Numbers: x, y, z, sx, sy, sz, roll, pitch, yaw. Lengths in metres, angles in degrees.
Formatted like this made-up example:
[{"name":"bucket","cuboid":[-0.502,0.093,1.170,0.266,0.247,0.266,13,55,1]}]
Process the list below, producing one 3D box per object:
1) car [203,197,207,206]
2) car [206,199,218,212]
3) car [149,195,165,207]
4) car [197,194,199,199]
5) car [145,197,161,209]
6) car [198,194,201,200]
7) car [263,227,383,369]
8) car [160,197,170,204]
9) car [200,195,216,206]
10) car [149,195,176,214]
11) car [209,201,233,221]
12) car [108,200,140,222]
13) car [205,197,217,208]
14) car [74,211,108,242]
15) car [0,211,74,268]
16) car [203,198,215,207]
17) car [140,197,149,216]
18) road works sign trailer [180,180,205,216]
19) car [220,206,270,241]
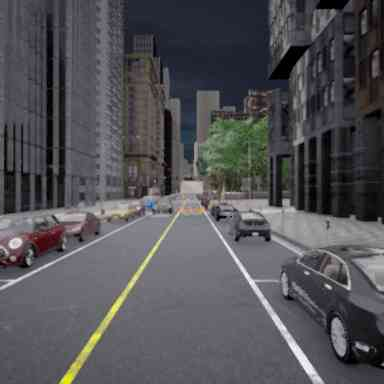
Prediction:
[{"name":"car","cuboid":[2.761,1.720,44.106,1.802,1.307,4.206,0,0,0]},{"name":"car","cuboid":[2.761,1.672,33.133,1.947,1.339,4.313,0,0,0]},{"name":"car","cuboid":[-5.765,1.485,55.095,2.192,1.841,5.009,0,0,0]},{"name":"car","cuboid":[2.761,1.527,71.541,2.192,1.841,5.009,0,0,0]},{"name":"car","cuboid":[-5.765,1.594,49.607,1.967,1.590,4.097,0,0,0]},{"name":"car","cuboid":[2.761,1.501,60.567,2.192,1.841,5.009,0,0,0]},{"name":"car","cuboid":[2.762,1.572,5.698,2.008,1.369,4.403,0,0,0]},{"name":"car","cuboid":[-5.765,1.778,71.558,1.947,1.339,4.313,0,0,0]},{"name":"car","cuboid":[2.760,1.469,49.594,2.192,1.841,5.009,0,0,0]},{"name":"car","cuboid":[-3.091,1.467,36.146,2.097,1.767,4.553,0,0,0]},{"name":"car","cuboid":[2.761,1.656,27.646,1.947,1.339,4.313,0,0,0]},{"name":"car","cuboid":[-5.764,1.615,27.486,1.752,1.417,4.829,0,0,0]},{"name":"car","cuboid":[2.761,1.648,38.789,1.752,1.417,4.829,0,0,0]},{"name":"car","cuboid":[-5.764,1.639,16.680,1.802,1.307,4.206,0,0,0]},{"name":"car","cuboid":[-5.764,1.480,11.193,1.967,1.590,4.097,0,0,0]},{"name":"car","cuboid":[2.760,1.696,55.250,1.752,1.417,4.829,0,0,0]},{"name":"car","cuboid":[-5.764,1.546,33.144,1.967,1.590,4.097,0,0,0]},{"name":"road works sign trailer","cuboid":[-0.002,0.571,33.431,2.380,3.560,2.880,0,0,0]},{"name":"car","cuboid":[2.762,1.608,16.673,2.008,1.369,4.403,0,0,0]}]
